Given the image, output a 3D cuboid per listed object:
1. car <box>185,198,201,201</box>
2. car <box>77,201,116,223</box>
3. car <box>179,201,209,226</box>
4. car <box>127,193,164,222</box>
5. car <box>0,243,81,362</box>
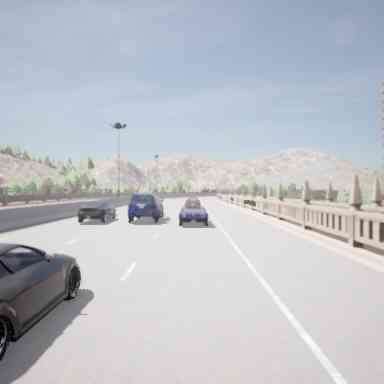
[{"bbox_3d":[0.093,1.389,40.067,1.994,1.385,4.181,0,0,0],"label":"car"},{"bbox_3d":[-6.905,1.397,24.519,1.837,1.490,4.892,0,0,0],"label":"car"},{"bbox_3d":[0.095,1.501,22.725,1.895,1.301,4.718,0,0,0],"label":"car"},{"bbox_3d":[-3.405,1.112,25.083,2.150,2.045,5.566,0,0,0],"label":"car"},{"bbox_3d":[-3.402,1.539,5.589,1.994,1.385,4.181,0,0,0],"label":"car"}]
